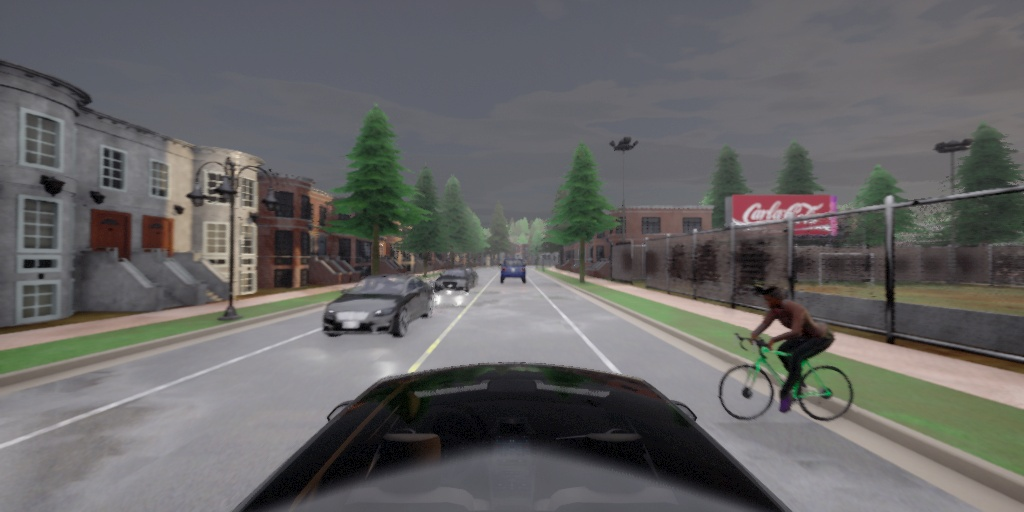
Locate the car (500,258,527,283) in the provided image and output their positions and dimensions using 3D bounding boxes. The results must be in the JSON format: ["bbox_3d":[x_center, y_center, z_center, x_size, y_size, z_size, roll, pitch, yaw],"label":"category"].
[{"bbox_3d":[0.100,1.239,31.286,2.150,2.045,5.566,0,0,0],"label":"car"}]

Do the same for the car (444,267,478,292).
[{"bbox_3d":[-3.503,1.494,22.345,1.994,1.385,4.181,0,0,0],"label":"car"}]

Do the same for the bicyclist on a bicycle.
[{"bbox_3d":[3.321,1.197,4.351,1.656,1.620,0.582,1,-1,0],"label":"bicyclist on a bicycle"}]

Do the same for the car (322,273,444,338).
[{"bbox_3d":[-3.601,1.301,10.473,2.128,1.511,4.902,0,-1,0],"label":"car"}]
